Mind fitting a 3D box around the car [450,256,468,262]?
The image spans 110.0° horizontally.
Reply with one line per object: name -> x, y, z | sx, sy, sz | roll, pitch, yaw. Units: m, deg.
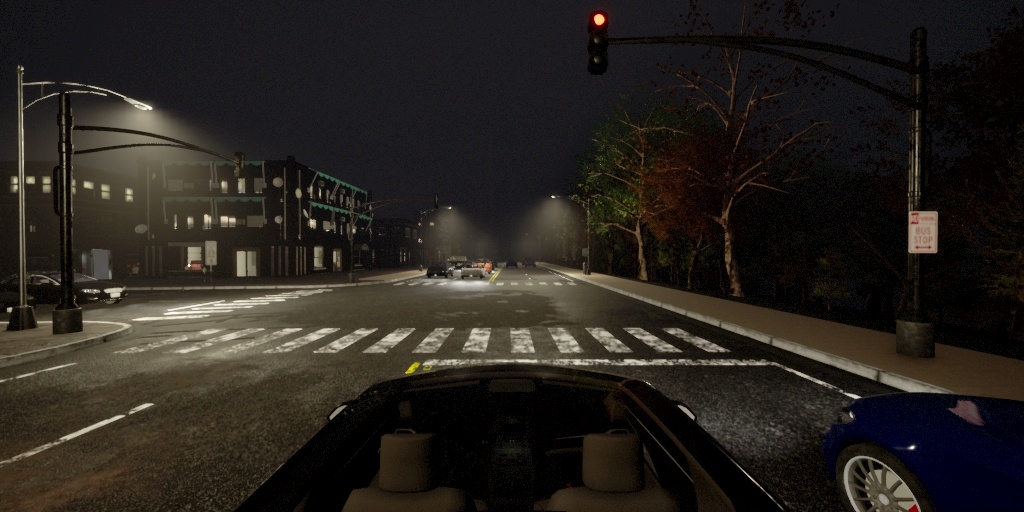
car -> -6.685, 0.957, 44.220 | 2.150, 2.045, 5.566 | 0, 0, 0

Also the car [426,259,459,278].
car -> -6.667, 1.287, 33.921 | 2.033, 1.411, 5.357 | 0, 0, 0

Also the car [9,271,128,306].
car -> -19.654, 1.459, 15.540 | 4.902, 1.511, 2.128 | -1, 1, 0

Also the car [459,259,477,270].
car -> -6.709, 1.222, 54.623 | 2.128, 1.511, 4.902 | 0, 0, 0

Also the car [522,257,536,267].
car -> 3.211, 1.274, 63.678 | 2.033, 1.411, 5.357 | 0, 0, 0

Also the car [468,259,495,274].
car -> -3.432, 1.089, 41.237 | 2.097, 1.767, 4.553 | 0, 0, 0

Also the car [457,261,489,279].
car -> -3.415, 1.342, 32.158 | 1.895, 1.301, 4.718 | 0, 0, 0

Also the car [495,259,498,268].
car -> -3.448, 1.224, 51.269 | 2.128, 1.511, 4.902 | 0, 0, 0

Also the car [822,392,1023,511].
car -> 3.358, 1.276, 0.873 | 1.812, 1.442, 4.674 | 0, 0, 1

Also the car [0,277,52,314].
car -> -19.973, 1.565, 12.833 | 4.313, 1.339, 1.948 | 0, 0, 0

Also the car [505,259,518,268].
car -> -0.041, 1.253, 61.113 | 1.812, 1.442, 4.674 | 0, 0, 0
